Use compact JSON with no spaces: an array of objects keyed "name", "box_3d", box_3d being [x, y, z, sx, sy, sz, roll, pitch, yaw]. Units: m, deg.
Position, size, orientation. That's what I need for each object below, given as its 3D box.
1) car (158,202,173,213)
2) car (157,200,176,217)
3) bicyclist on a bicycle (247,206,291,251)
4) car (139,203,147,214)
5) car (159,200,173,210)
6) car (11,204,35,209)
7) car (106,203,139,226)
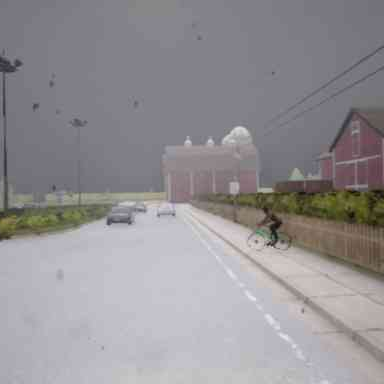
[{"name":"car","box_3d":[-3.635,2.082,45.965,1.895,1.301,4.718,-1,-1,-5]},{"name":"car","box_3d":[-2.757,1.899,35.779,1.812,1.442,4.674,-1,-1,-4]},{"name":"bicyclist on a bicycle","box_3d":[2.825,1.349,12.153,1.656,1.620,0.582,0,-1,-5]},{"name":"car","box_3d":[-6.949,2.140,43.547,1.994,1.385,4.181,-1,-1,-5]},{"name":"car","box_3d":[-4.275,2.055,53.799,2.128,1.511,4.902,-1,-1,-5]},{"name":"car","box_3d":[-24.219,2.477,48.168,2.033,1.411,5.357,-1,-1,14]},{"name":"car","box_3d":[-5.692,1.861,26.935,1.837,1.490,4.892,-1,0,-5]}]
